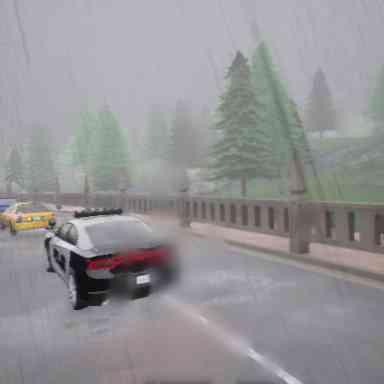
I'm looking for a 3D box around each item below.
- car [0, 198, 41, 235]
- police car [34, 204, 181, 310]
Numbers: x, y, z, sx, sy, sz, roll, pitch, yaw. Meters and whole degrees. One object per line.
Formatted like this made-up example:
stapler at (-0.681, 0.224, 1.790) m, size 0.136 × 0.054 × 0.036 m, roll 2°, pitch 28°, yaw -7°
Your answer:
car at (-8.403, 1.152, 16.790) m, size 1.801 × 1.575 × 5.366 m, roll -4°, pitch 3°, yaw -37°
police car at (-2.156, 1.207, 7.681) m, size 1.930 × 1.638 × 5.238 m, roll -4°, pitch 2°, yaw -31°
